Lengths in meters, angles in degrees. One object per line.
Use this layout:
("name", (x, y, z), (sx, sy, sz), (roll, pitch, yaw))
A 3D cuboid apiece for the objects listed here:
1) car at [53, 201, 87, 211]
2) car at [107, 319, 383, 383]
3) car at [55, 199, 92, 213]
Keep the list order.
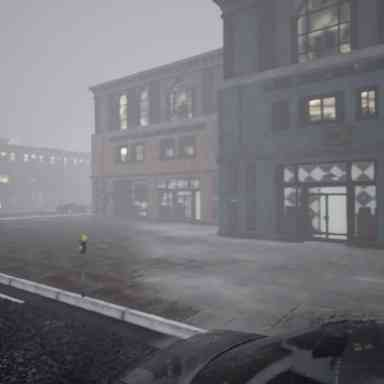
("car", (-18.829, 2.072, 51.629), (1.752, 1.417, 4.829), (-1, -1, 35))
("car", (1.198, 1.567, 2.018), (4.313, 1.339, 1.947), (-1, 0, 36))
("car", (-15.008, 1.993, 42.401), (1.887, 1.381, 4.507), (-1, -1, 35))
